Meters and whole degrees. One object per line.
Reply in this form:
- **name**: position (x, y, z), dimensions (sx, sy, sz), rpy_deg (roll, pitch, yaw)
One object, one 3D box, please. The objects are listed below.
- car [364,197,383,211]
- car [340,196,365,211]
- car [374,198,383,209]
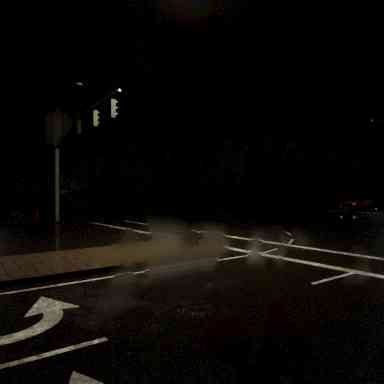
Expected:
- **car**: position (22.854, 1.547, 38.891), dimensions (5.357, 1.411, 2.033), rpy_deg (0, 0, -35)
- **car**: position (20.442, 1.352, 41.424), dimensions (4.553, 1.767, 2.097), rpy_deg (0, 0, -36)
- **car**: position (27.458, 1.564, 46.452), dimensions (4.181, 1.385, 1.994), rpy_deg (0, 0, -36)
